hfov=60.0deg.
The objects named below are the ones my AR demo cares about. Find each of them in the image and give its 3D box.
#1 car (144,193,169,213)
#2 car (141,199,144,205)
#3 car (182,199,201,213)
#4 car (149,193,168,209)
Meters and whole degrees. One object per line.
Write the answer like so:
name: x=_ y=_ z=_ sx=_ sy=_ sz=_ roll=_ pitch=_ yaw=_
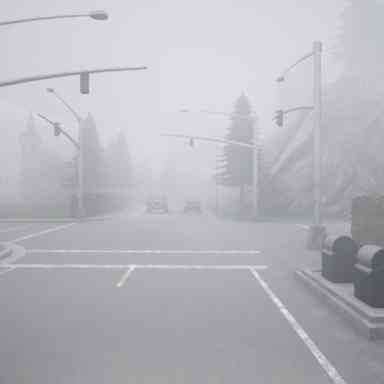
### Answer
car: x=-3.765 y=1.207 z=37.158 sx=2.150 sy=2.045 sz=5.566 roll=0 pitch=0 yaw=-2
car: x=-7.473 y=1.542 z=57.122 sx=1.994 sy=1.385 sz=4.181 roll=0 pitch=0 yaw=-20
car: x=-0.012 y=1.477 z=37.414 sx=2.128 sy=1.511 sz=4.902 roll=0 pitch=0 yaw=-2
car: x=-4.826 y=1.203 z=47.446 sx=2.150 sy=2.045 sz=5.566 roll=0 pitch=0 yaw=-11
